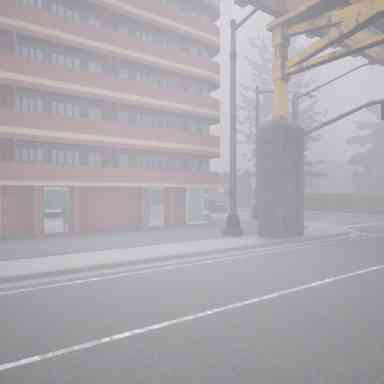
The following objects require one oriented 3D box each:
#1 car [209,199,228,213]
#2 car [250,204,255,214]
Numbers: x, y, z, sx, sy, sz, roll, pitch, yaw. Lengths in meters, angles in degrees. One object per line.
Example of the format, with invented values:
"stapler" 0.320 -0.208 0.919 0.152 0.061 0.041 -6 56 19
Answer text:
"car" 1.939 1.526 36.865 1.812 1.442 4.674 0 0 -35
"car" 7.337 1.478 29.196 1.882 1.535 5.008 0 0 -35
